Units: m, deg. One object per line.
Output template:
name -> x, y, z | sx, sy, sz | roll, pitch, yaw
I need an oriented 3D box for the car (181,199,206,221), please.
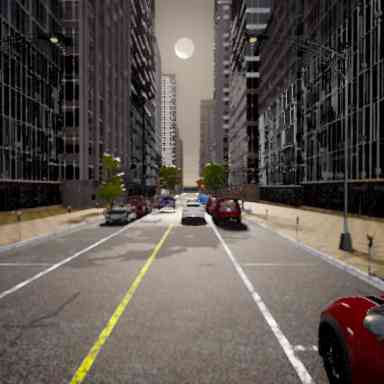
car -> 0.101, 1.528, 27.157 | 1.812, 1.442, 4.674 | 0, 0, 0

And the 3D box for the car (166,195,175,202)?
car -> -5.318, 1.577, 81.648 | 1.887, 1.381, 4.507 | -1, 0, 0

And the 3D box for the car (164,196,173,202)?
car -> -5.315, 1.610, 75.998 | 1.802, 1.307, 4.206 | -1, 0, 0

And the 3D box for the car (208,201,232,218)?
car -> 2.526, 1.586, 30.838 | 1.802, 1.307, 4.206 | -1, 0, 0

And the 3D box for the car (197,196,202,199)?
car -> 0.107, 1.573, 43.294 | 1.994, 1.385, 4.181 | 0, 0, 0

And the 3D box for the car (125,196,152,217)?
car -> -5.325, 1.319, 30.810 | 2.192, 1.841, 5.009 | -1, 0, 0

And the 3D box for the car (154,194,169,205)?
car -> -5.321, 1.333, 59.052 | 2.192, 1.841, 5.009 | -1, 0, 0

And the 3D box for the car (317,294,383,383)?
car -> 2.520, 1.440, 2.594 | 1.967, 1.590, 4.097 | -1, 0, 0

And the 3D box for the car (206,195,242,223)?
car -> 2.521, 1.317, 25.189 | 2.192, 1.841, 5.009 | -1, 0, 0

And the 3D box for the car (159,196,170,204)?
car -> -5.317, 1.566, 64.701 | 1.887, 1.381, 4.507 | -1, 0, 0

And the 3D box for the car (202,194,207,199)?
car -> 2.523, 1.321, 36.487 | 2.192, 1.841, 5.009 | -1, 0, 0

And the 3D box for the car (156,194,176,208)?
car -> -2.745, 1.249, 38.410 | 1.812, 1.442, 4.674 | 0, 0, 0

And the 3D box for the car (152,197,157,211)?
car -> -5.321, 1.557, 36.458 | 2.008, 1.369, 4.403 | -1, 0, 0

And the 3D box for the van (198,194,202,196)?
van -> 2.560, 1.363, 64.730 | 1.690, 1.788, 3.998 | -1, 0, 0

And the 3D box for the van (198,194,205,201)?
van -> 2.563, 1.379, 87.325 | 1.690, 1.788, 3.998 | -1, 0, 0

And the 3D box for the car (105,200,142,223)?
car -> -5.322, 1.553, 25.161 | 2.008, 1.369, 4.403 | -1, 0, 0

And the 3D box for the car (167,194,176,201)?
car -> -5.316, 1.477, 87.295 | 1.967, 1.590, 4.097 | -1, 0, 0
